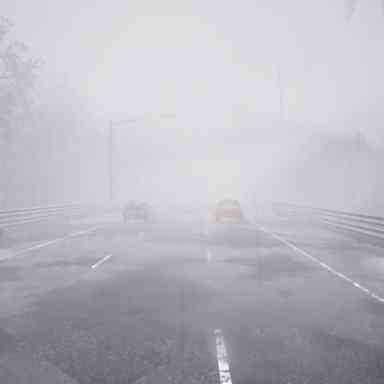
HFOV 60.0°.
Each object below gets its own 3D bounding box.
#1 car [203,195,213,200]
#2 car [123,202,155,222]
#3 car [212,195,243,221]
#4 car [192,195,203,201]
[{"bbox_3d":[4.530,1.677,85.760,1.895,1.301,4.718,0,0,7],"label":"car"},{"bbox_3d":[-4.091,1.504,26.240,2.128,1.511,4.902,0,0,3],"label":"car"},{"bbox_3d":[2.979,1.363,27.573,2.097,1.767,4.553,0,0,3],"label":"car"},{"bbox_3d":[0.999,1.622,85.724,2.033,1.411,5.357,0,0,7],"label":"car"}]
